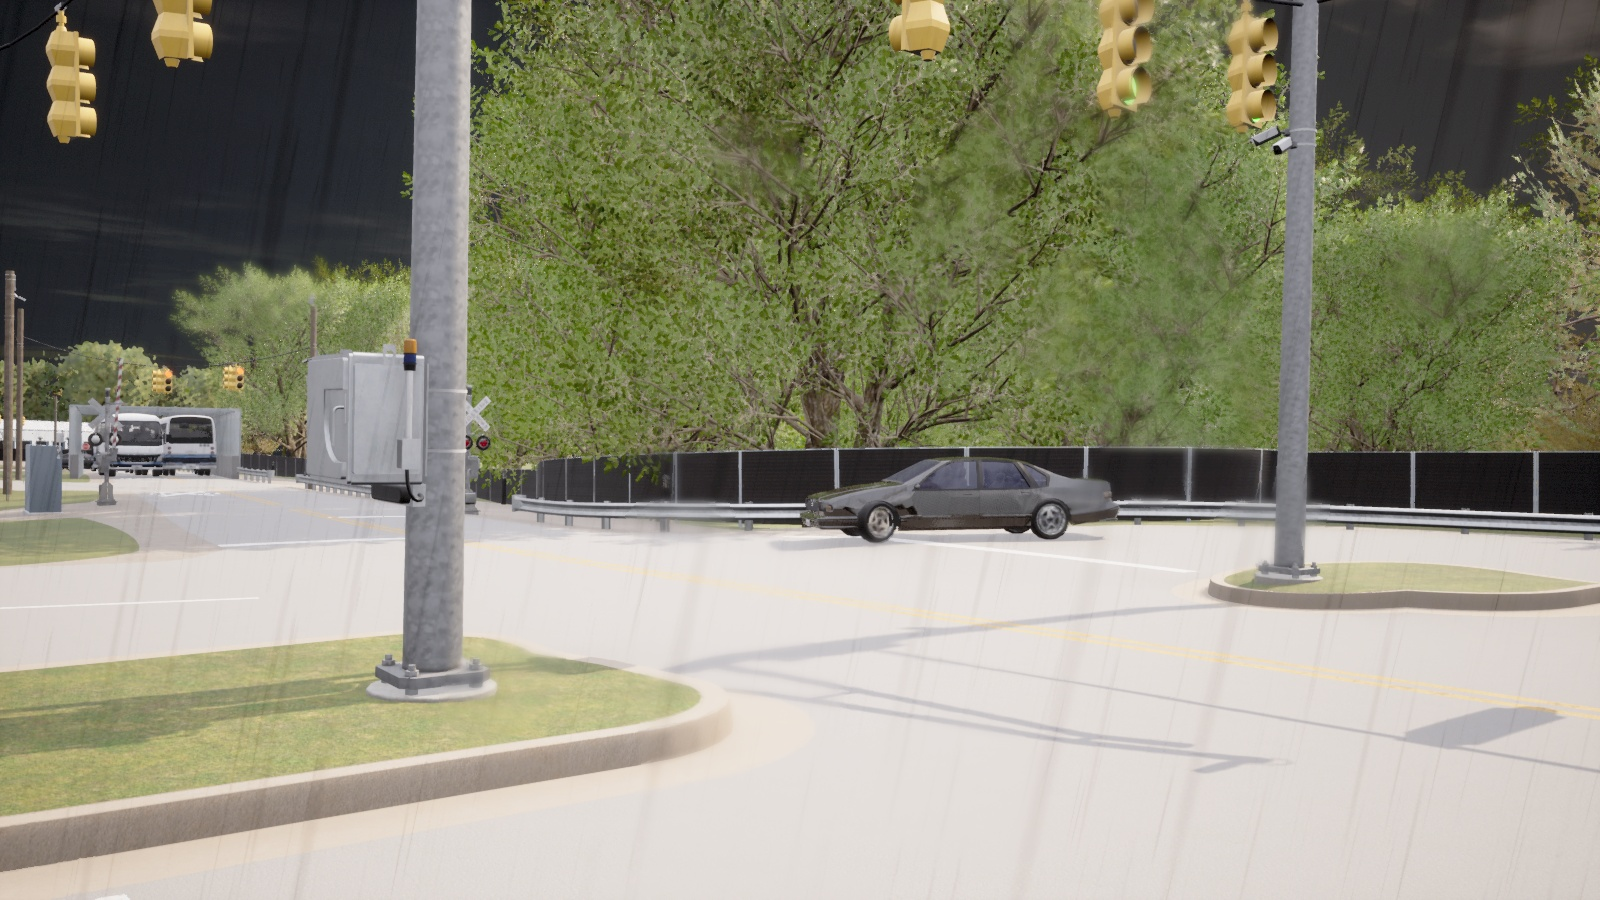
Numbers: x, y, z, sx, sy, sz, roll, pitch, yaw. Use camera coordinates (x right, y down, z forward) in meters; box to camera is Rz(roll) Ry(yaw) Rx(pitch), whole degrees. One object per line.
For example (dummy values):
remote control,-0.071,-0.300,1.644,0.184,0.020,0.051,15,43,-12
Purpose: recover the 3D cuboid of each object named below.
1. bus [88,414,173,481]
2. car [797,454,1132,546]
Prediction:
bus,-45.619,-0.144,85.382,3.944,4.253,10.273,0,0,-34
car,2.767,0.806,21.674,5.357,1.411,2.033,-1,0,-11
